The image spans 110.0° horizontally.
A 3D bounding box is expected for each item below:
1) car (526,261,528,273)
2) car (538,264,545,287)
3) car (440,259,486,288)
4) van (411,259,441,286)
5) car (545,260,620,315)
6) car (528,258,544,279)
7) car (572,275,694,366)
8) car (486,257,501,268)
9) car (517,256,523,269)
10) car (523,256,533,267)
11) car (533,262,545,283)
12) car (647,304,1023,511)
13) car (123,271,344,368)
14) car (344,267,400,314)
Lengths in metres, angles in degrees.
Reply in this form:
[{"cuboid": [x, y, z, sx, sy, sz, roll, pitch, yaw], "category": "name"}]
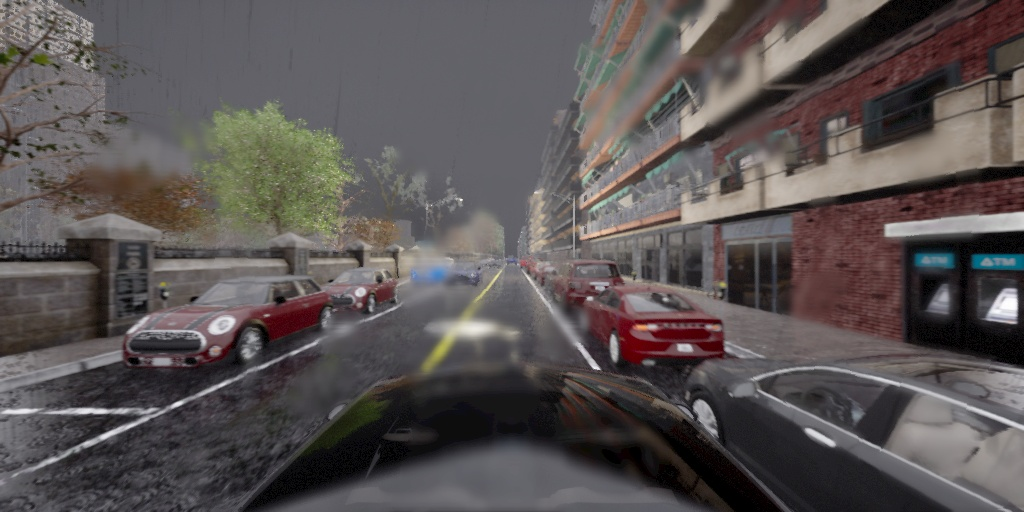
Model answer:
[{"cuboid": [2.700, 1.351, 35.967, 1.802, 1.307, 4.207, 0, 0, 0], "category": "car"}, {"cuboid": [2.695, 1.305, 19.077, 2.007, 1.370, 4.403, 0, 0, 0], "category": "car"}, {"cuboid": [-3.093, 1.110, 23.744, 2.097, 1.767, 4.553, 0, 0, 0], "category": "car"}, {"cuboid": [-5.684, 1.099, 24.709, 1.690, 1.789, 3.998, 0, 0, 0], "category": "van"}, {"cuboid": [2.694, 1.067, 13.446, 2.192, 1.841, 5.009, 0, 0, 0], "category": "car"}, {"cuboid": [2.698, 1.203, 30.336, 1.967, 1.591, 4.097, 0, 0, 0], "category": "car"}, {"cuboid": [2.692, 1.296, 7.816, 1.888, 1.381, 4.507, 0, 0, 0], "category": "car"}, {"cuboid": [-3.009, 1.375, 64.267, 1.994, 1.385, 4.181, 0, 0, 1], "category": "car"}, {"cuboid": [2.408, 1.029, 57.338, 2.150, 2.045, 5.566, 0, 0, 0], "category": "car"}, {"cuboid": [2.701, 1.091, 41.596, 2.192, 1.841, 5.009, 0, 0, 0], "category": "car"}, {"cuboid": [2.696, 1.303, 24.707, 1.888, 1.381, 4.507, 0, 0, 0], "category": "car"}, {"cuboid": [2.690, 1.301, 2.187, 2.007, 1.370, 4.403, 0, 0, 0], "category": "car"}, {"cuboid": [-5.688, 1.191, 7.820, 1.967, 1.591, 4.097, 0, 0, 0], "category": "car"}, {"cuboid": [-5.686, 1.192, 13.449, 1.967, 1.591, 4.097, 0, 0, 0], "category": "car"}]
